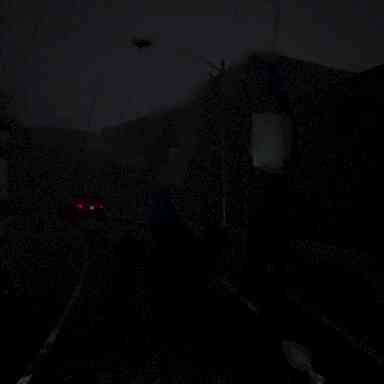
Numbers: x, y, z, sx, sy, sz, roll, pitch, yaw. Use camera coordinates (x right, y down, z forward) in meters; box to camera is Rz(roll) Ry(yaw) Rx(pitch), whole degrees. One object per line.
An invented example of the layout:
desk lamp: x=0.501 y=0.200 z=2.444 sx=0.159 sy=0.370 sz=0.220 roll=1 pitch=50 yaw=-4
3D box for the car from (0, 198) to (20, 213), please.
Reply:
car: x=-20.941 y=1.430 z=36.425 sx=5.008 sy=1.535 sz=1.882 roll=0 pitch=-1 yaw=33

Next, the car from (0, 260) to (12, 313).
car: x=-4.219 y=1.573 z=4.682 sx=1.994 sy=1.385 sz=4.181 roll=0 pitch=0 yaw=-9

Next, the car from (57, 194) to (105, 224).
car: x=-8.288 y=1.200 z=24.601 sx=2.150 sy=2.045 sz=5.566 roll=1 pitch=-1 yaw=-35
